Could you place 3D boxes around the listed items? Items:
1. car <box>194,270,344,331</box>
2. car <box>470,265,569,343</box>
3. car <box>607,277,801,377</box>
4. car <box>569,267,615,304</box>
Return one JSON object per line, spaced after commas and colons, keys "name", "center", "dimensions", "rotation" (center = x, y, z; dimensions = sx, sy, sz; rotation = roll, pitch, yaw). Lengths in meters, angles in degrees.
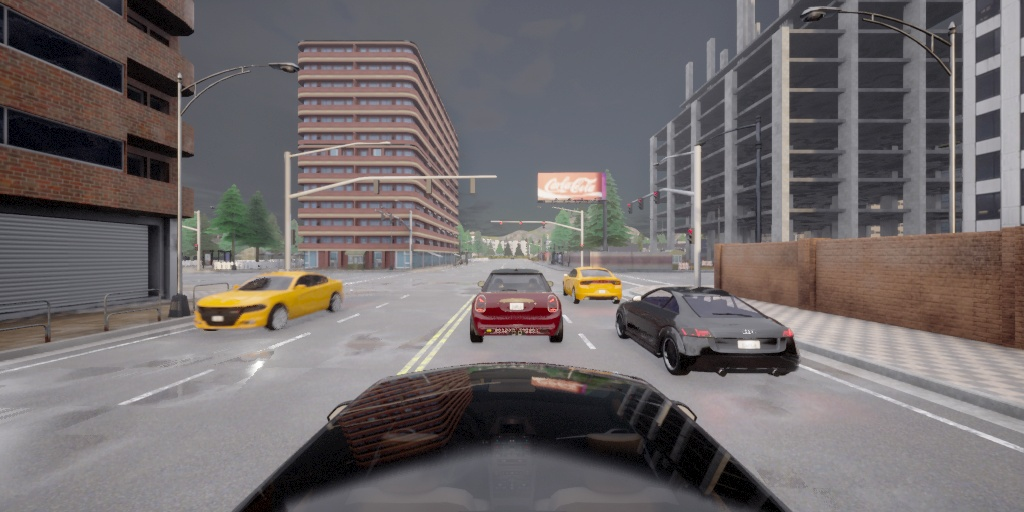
{"name": "car", "center": [-7.100, 1.227, 11.143], "dimensions": [1.882, 1.535, 5.008], "rotation": [0, 0, 0]}
{"name": "car", "center": [0.101, 1.102, 9.862], "dimensions": [2.097, 1.767, 4.553], "rotation": [0, 0, 0]}
{"name": "car", "center": [3.599, 1.314, 7.456], "dimensions": [1.994, 1.385, 4.181], "rotation": [0, 0, 0]}
{"name": "car", "center": [3.501, 1.228, 16.389], "dimensions": [1.882, 1.535, 5.008], "rotation": [0, 0, 0]}
